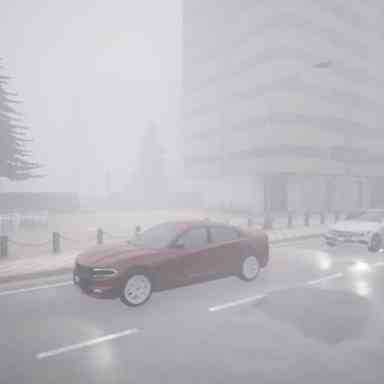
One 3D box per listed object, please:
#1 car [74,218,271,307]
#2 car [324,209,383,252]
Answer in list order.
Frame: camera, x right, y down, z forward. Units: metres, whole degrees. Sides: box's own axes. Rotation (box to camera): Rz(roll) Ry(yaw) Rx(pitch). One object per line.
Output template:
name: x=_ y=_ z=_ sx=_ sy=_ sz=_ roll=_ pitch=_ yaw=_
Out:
car: x=-0.257 y=1.445 z=8.096 sx=5.008 sy=1.535 sz=1.882 roll=0 pitch=0 yaw=-35
car: x=7.318 y=1.427 z=13.460 sx=4.674 sy=1.442 sz=1.812 roll=0 pitch=0 yaw=-35
